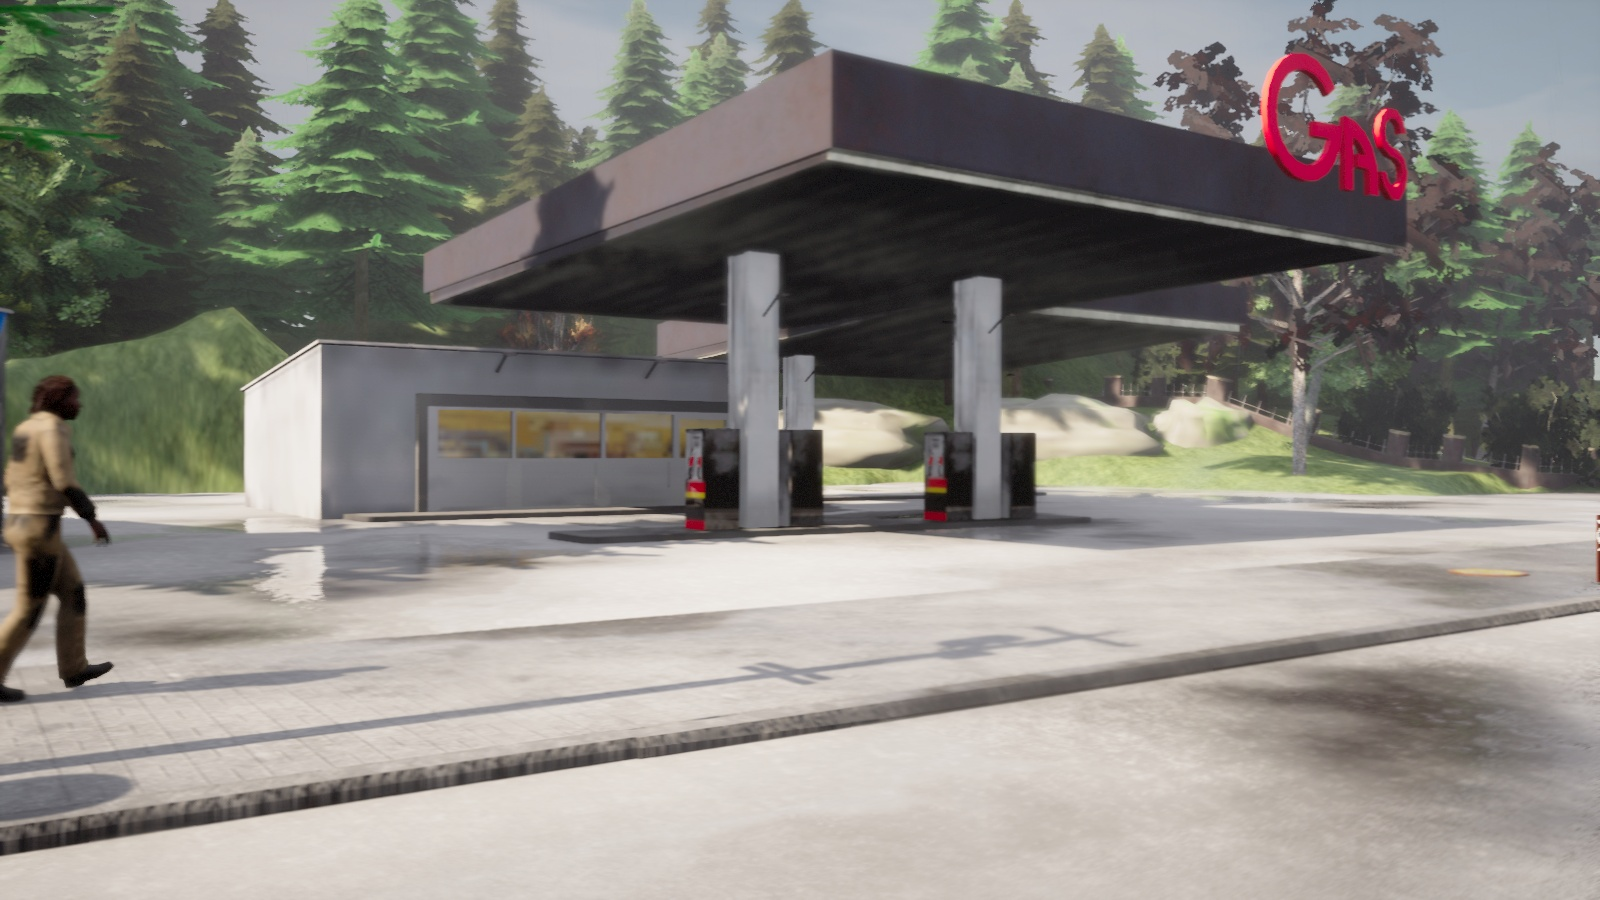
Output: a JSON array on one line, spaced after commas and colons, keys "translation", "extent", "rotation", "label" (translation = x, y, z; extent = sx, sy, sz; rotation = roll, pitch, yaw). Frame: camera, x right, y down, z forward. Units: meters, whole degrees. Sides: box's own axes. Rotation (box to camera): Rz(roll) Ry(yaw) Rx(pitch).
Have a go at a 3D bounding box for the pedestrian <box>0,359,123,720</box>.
[{"translation": [-4.242, 0.481, 7.045], "extent": [0.396, 1.930, 0.692], "rotation": [0, 0, 45], "label": "pedestrian"}]
